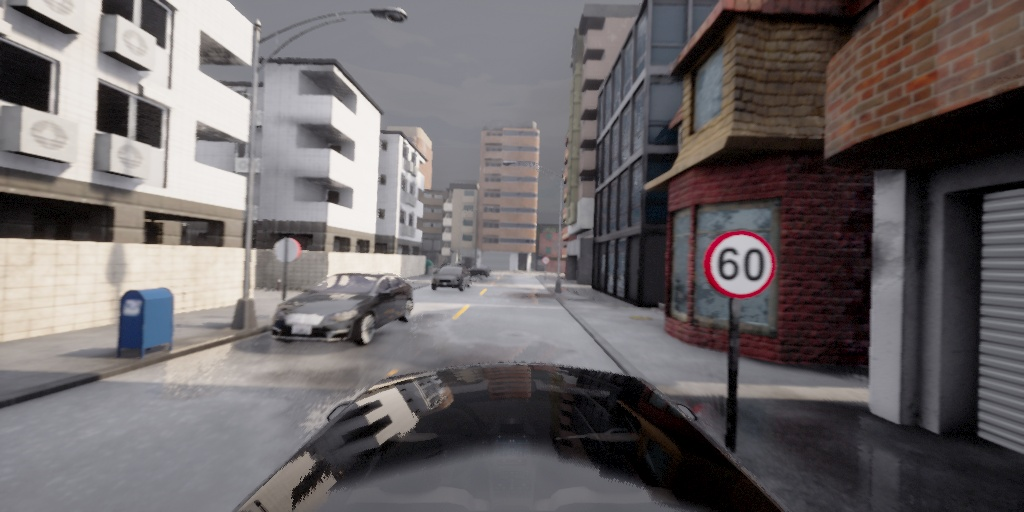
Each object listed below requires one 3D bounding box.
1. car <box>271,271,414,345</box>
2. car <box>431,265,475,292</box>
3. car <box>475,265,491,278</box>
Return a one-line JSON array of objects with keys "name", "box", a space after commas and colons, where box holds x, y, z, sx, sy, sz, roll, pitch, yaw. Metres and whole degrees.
[{"name": "car", "box": [-3.974, 1.173, 9.318, 2.128, 1.511, 4.902, 2, -1, 1]}, {"name": "car", "box": [-3.715, 1.328, 22.578, 1.837, 1.490, 4.892, 2, -1, 1]}, {"name": "car", "box": [-3.330, 1.603, 38.206, 1.895, 1.301, 4.718, 2, -1, 1]}]
